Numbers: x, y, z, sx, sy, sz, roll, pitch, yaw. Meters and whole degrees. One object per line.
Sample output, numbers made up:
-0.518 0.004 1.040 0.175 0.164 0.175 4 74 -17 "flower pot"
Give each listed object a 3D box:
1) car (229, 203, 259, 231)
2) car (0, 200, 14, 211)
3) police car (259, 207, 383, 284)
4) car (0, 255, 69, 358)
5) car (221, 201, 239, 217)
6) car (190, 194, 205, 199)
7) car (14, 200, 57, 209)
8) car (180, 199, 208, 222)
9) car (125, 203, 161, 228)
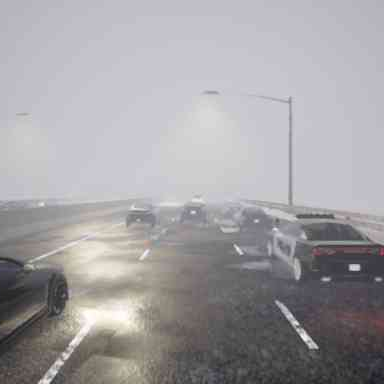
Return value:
3.632 1.579 20.584 1.994 1.385 4.181 0 0 1 "car"
-17.276 1.540 32.081 1.837 1.490 4.892 0 0 1 "car"
3.531 1.429 9.772 1.930 1.638 5.238 0 0 0 "police car"
-3.383 1.563 4.785 1.994 1.385 4.181 0 0 0 "car"
3.803 1.587 31.506 2.033 1.411 5.357 0 0 1 "car"
0.931 1.317 52.904 2.150 2.045 5.566 0 0 2 "car"
-13.805 1.581 30.812 2.033 1.411 5.357 0 0 1 "car"
0.155 1.531 26.429 2.163 1.488 4.792 0 0 1 "car"
-3.232 1.510 22.649 2.128 1.511 4.902 0 0 1 "car"
